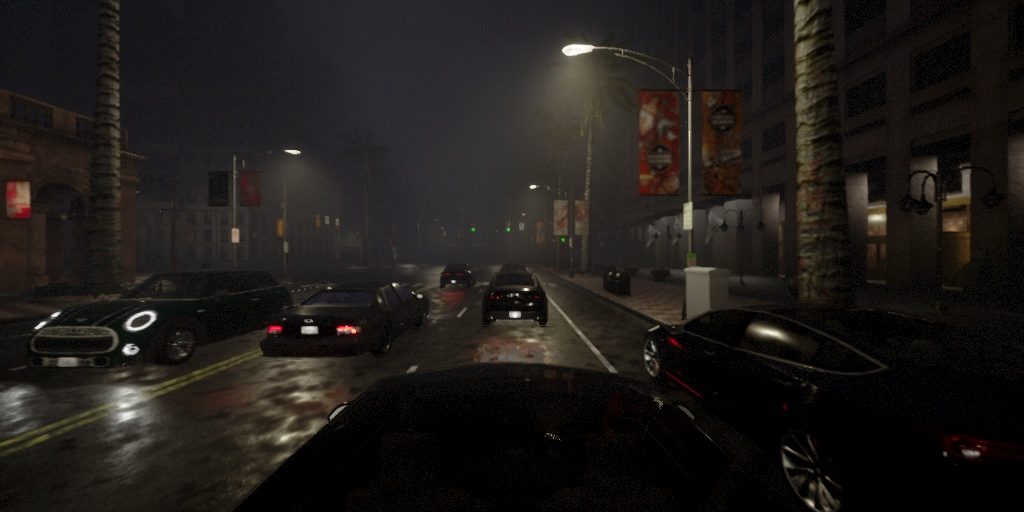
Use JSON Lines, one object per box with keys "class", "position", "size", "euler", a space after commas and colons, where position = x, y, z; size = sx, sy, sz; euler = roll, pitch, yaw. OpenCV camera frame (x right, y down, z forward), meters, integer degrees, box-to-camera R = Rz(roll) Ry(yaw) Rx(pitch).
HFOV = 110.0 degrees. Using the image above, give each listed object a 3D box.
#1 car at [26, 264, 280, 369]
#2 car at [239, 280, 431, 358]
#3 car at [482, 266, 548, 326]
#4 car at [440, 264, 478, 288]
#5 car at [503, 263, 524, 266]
{"class": "car", "position": [-7.079, 1.093, 7.962], "size": [2.097, 1.767, 4.553], "euler": [0, 0, 0]}
{"class": "car", "position": [-3.399, 1.288, 8.535], "size": [2.033, 1.411, 5.357], "euler": [0, 0, 0]}
{"class": "car", "position": [0.085, 1.242, 11.589], "size": [1.837, 1.490, 4.892], "euler": [0, 0, 0]}
{"class": "car", "position": [-3.402, 1.226, 23.255], "size": [1.837, 1.490, 4.892], "euler": [0, 0, 0]}
{"class": "car", "position": [0.096, 1.197, 23.884], "size": [1.882, 1.535, 5.008], "euler": [0, 0, 0]}
